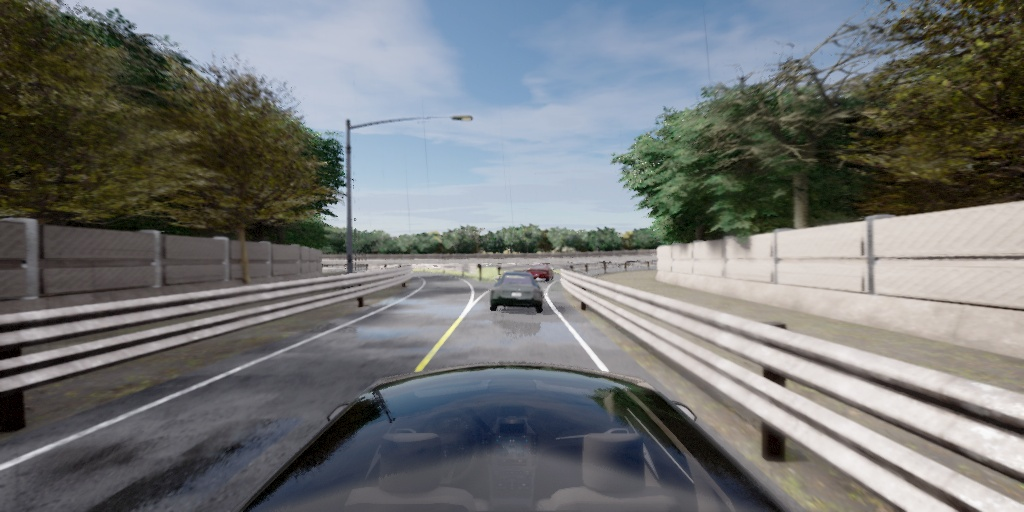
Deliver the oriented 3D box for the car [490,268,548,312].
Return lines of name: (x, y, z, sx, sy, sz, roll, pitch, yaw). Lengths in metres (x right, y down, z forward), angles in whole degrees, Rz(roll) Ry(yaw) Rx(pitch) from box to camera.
car: (0.231, 1.341, 14.665, 1.994, 1.385, 4.181, 2, 0, 2)

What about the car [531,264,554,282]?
car: (2.704, 1.518, 33.126, 1.882, 1.535, 5.008, -1, -1, 13)
